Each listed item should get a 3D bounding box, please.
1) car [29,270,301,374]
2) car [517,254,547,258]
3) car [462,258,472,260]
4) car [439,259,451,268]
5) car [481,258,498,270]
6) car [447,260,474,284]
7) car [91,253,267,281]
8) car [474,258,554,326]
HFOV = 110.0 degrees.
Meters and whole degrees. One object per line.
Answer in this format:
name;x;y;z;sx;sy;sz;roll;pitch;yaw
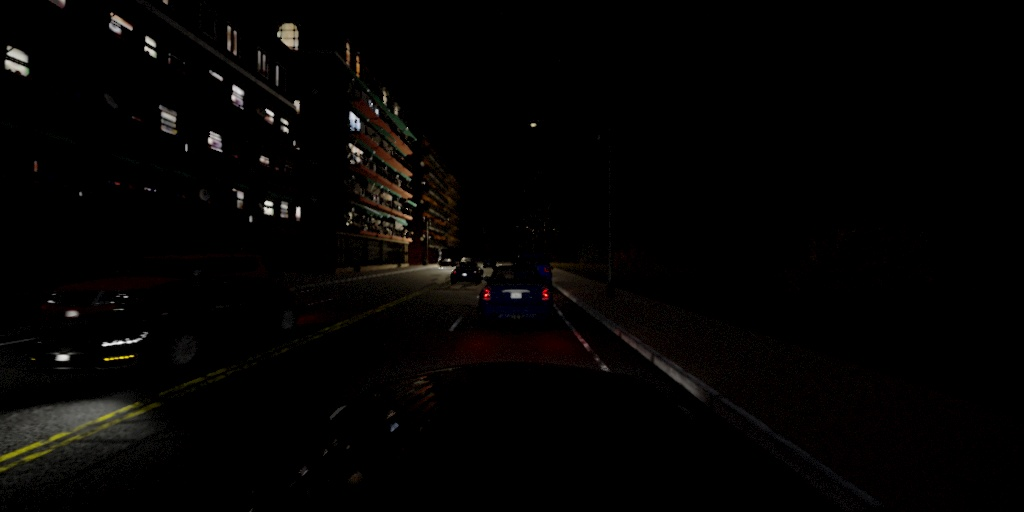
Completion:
car;-6.593;1.228;7.689;1.837;1.490;4.892;0;0;0
car;1.167;0.882;21.855;2.150;2.045;5.566;0;0;0
car;-6.510;1.007;51.336;2.128;1.511;4.902;0;0;0
car;-9.745;1.067;54.281;1.994;1.385;4.181;0;0;0
car;-3.077;1.071;49.694;2.033;1.411;5.357;0;0;0
car;-3.114;1.203;25.591;1.994;1.385;4.181;0;0;0
car;-9.838;0.930;10.784;2.150;2.045;5.566;0;0;0
car;0.113;1.057;11.631;2.097;1.767;4.553;0;0;0
